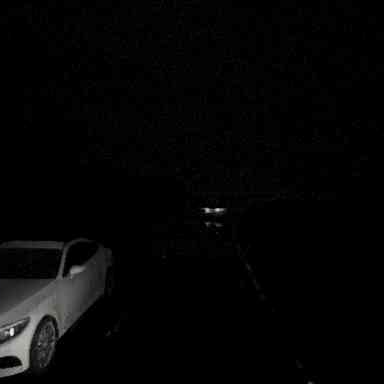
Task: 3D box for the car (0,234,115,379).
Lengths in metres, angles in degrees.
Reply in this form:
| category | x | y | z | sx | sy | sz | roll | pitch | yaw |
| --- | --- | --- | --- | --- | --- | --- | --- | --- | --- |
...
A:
| category | x | y | z | sx | sy | sz | roll | pitch | yaw |
| --- | --- | --- | --- | --- | --- | --- | --- | --- | --- |
| car | -2.660 | 1.530 | 5.741 | 1.812 | 1.442 | 4.674 | 0 | 0 | 2 |

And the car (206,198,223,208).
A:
| category | x | y | z | sx | sy | sz | roll | pitch | yaw |
| --- | --- | --- | --- | --- | --- | --- | --- | --- | --- |
| car | 3.280 | 1.537 | 47.933 | 1.812 | 1.442 | 4.674 | 0 | 0 | 14 |
